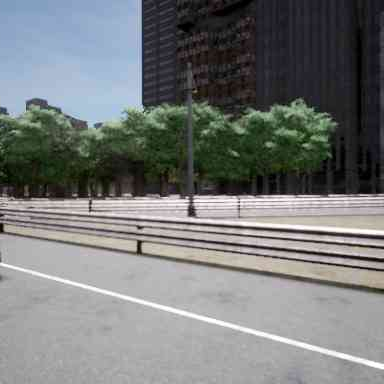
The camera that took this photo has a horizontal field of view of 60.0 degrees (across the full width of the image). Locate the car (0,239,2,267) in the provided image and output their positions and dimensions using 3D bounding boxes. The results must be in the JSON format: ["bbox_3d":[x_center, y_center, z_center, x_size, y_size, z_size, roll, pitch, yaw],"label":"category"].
[{"bbox_3d":[-7.110,1.433,9.044,5.008,1.535,1.882,1,0,36],"label":"car"}]
